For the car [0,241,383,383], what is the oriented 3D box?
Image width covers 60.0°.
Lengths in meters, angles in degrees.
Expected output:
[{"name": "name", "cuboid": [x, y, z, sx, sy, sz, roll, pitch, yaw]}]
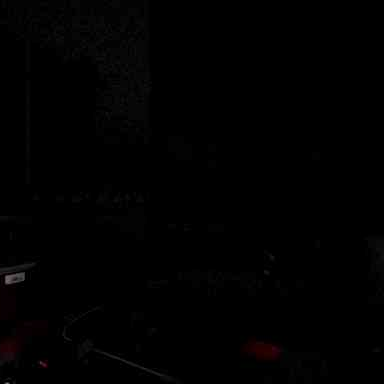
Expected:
[{"name": "car", "cuboid": [-0.033, 1.440, 2.985, 4.097, 1.590, 1.967, 0, 0, 35]}]

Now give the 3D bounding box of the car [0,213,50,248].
[{"name": "car", "cuboid": [-4.464, 1.315, 6.138, 5.009, 1.841, 2.192, 0, 0, 35]}]
